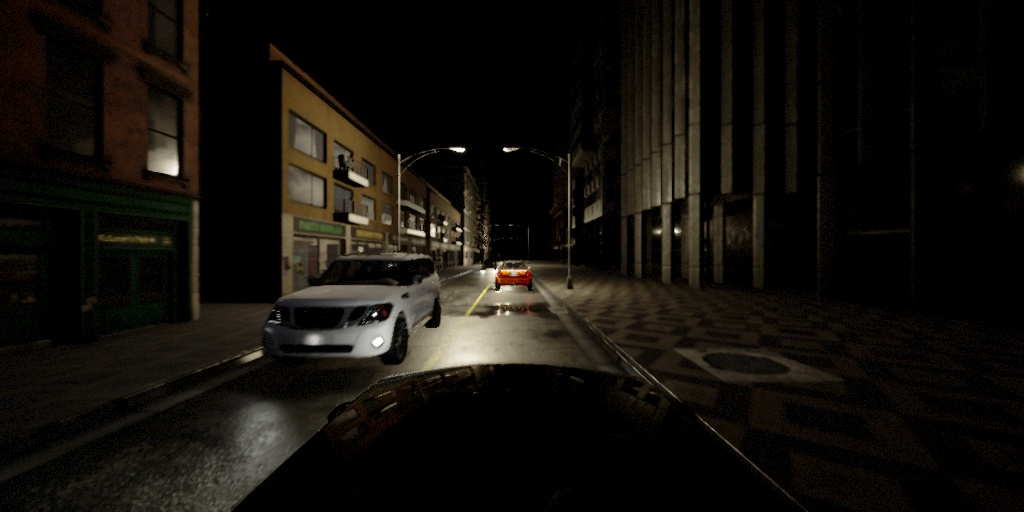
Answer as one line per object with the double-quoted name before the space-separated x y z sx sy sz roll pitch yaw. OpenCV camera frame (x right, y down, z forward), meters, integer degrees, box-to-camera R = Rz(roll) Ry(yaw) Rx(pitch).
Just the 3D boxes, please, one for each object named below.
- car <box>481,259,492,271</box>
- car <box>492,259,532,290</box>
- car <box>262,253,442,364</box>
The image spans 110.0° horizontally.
"car" -3.038 1.165 48.540 1.837 1.490 4.892 0 0 0
"car" 0.103 1.038 21.892 2.097 1.767 4.553 0 0 0
"car" -3.099 0.949 8.374 2.150 2.045 5.566 0 0 0
